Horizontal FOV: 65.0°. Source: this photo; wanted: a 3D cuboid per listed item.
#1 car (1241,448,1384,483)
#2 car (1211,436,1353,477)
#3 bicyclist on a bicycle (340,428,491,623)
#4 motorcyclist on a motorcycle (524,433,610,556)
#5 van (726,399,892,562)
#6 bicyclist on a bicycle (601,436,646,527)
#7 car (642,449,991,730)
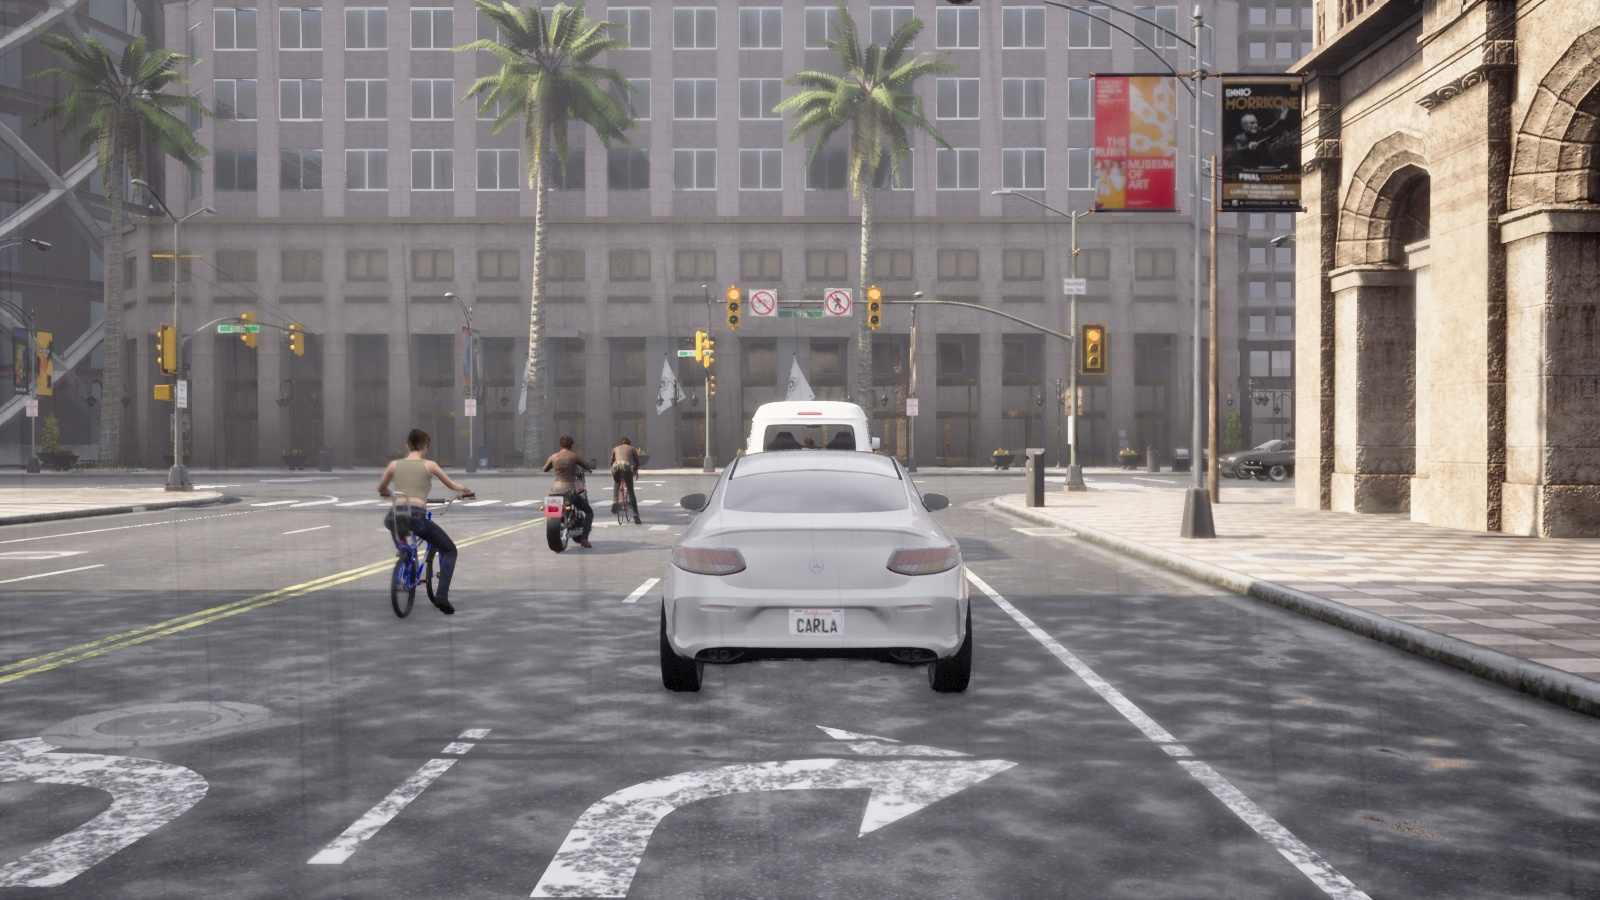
[{"bbox_3d":[19.545,0.591,48.045,4.718,1.301,1.895,0,0,1],"label":"car"},{"bbox_3d":[19.711,0.250,51.521,5.027,1.651,2.152,0,0,1],"label":"car"},{"bbox_3d":[-3.366,0.617,11.144,0.866,1.612,1.509,0,0,0],"label":"bicyclist on a bicycle"},{"bbox_3d":[-3.299,0.593,17.981,0.766,1.649,2.350,0,0,1],"label":"motorcyclist on a motorcycle"},{"bbox_3d":[0.170,0.369,17.908,2.069,2.038,4.480,0,0,1],"label":"van"},{"bbox_3d":[-3.256,0.565,23.313,0.582,1.620,1.656,0,0,1],"label":"bicyclist on a bicycle"},{"bbox_3d":[0.104,0.722,8.867,1.812,1.442,4.674,0,0,0],"label":"car"}]
